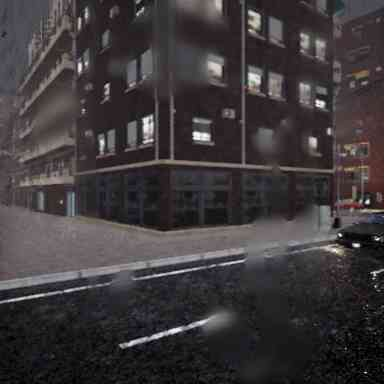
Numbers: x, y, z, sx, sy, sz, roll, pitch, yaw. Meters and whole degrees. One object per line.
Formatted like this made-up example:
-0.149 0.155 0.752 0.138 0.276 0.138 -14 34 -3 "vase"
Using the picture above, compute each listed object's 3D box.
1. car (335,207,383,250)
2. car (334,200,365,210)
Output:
8.022 1.502 13.377 5.357 1.411 2.033 0 0 -35 "car"
18.937 1.700 41.146 1.887 1.381 4.507 -1 0 -36 "car"
